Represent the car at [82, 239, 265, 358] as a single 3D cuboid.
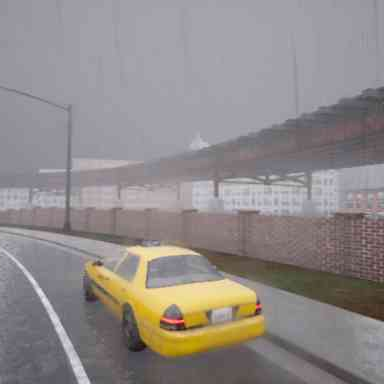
[{"bbox_3d":[-0.876,1.713,6.709,1.801,1.575,5.366,2,-3,-30],"label":"car"}]
